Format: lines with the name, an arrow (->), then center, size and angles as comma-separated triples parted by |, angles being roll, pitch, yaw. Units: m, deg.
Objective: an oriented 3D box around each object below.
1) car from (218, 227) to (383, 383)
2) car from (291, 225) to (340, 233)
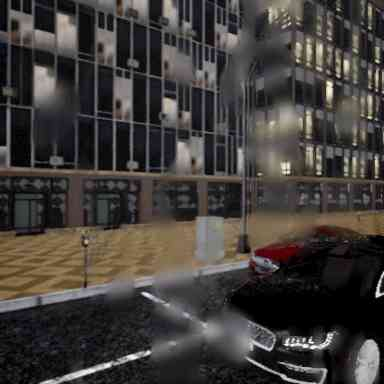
car -> 2.608, 1.503, 5.239 | 4.892, 1.490, 1.837 | 0, 0, -35
car -> 3.423, 1.579, 8.998 | 4.206, 1.307, 1.802 | 0, 0, -35
